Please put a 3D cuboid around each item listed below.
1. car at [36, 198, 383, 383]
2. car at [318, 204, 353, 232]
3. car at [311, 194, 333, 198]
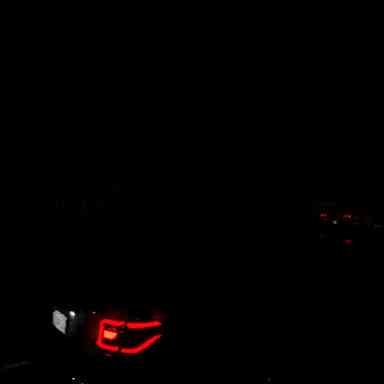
[{"bbox_3d":[0.853,1.223,4.703,5.566,2.045,2.150,0,0,-41],"label":"car"},{"bbox_3d":[9.077,1.526,20.887,1.812,1.442,4.674,0,0,25],"label":"car"},{"bbox_3d":[13.281,1.223,34.409,2.150,2.045,5.566,0,0,12],"label":"car"}]
